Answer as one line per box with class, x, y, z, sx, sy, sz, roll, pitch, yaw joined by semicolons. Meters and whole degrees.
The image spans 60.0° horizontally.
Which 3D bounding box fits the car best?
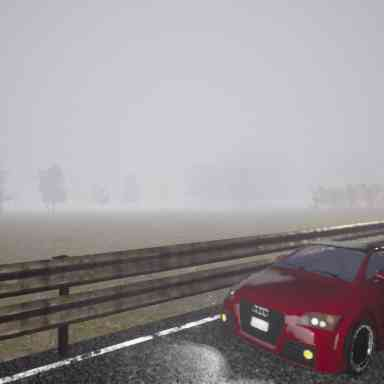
car;2.488;1.566;5.606;4.181;1.385;1.994;0;0;-37
